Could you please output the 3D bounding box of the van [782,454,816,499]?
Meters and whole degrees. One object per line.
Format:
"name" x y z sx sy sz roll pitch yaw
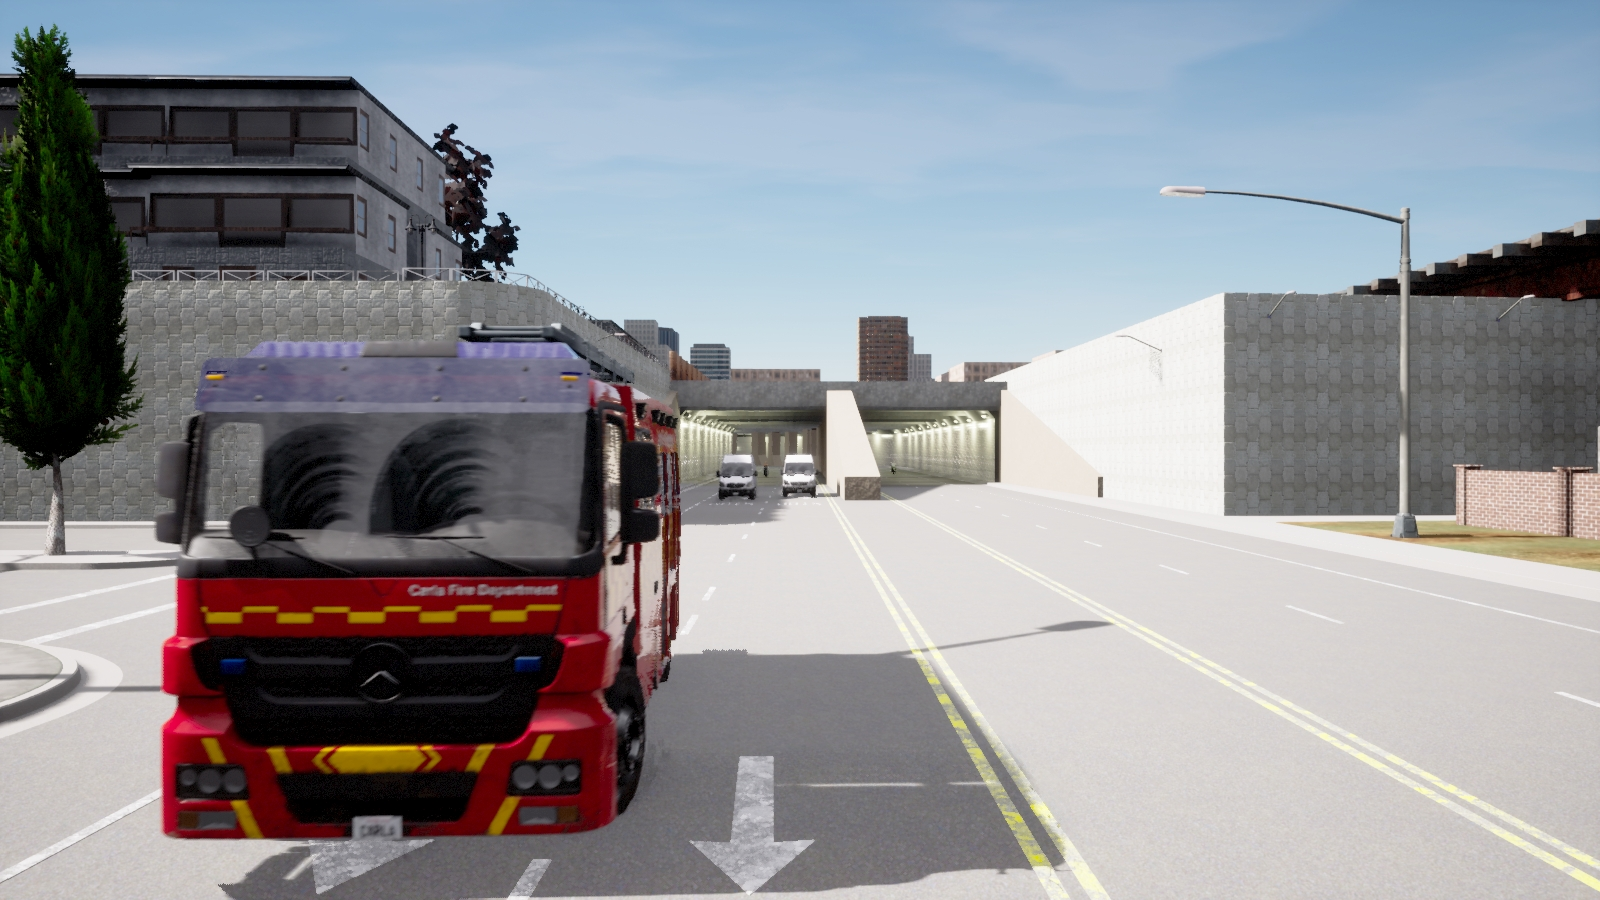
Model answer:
"van" -0.054 1.534 69.233 1.988 2.561 5.915 0 0 0

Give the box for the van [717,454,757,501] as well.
"van" -3.553 1.535 65.513 1.988 2.561 5.915 0 0 0

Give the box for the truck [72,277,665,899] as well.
"truck" -3.063 0.889 11.055 2.891 3.827 8.468 0 0 -3
